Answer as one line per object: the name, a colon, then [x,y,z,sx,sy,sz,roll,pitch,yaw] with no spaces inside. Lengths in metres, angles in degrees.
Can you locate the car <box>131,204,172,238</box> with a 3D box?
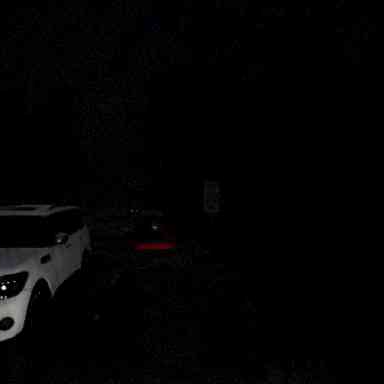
car: [-2.360,1.690,19.259,1.882,1.535,5.008,0,-1,-11]

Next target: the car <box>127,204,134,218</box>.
car: [-5.995,1.991,35.842,2.033,1.411,5.357,0,-1,-13]

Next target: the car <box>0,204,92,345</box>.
car: [-3.564,1.301,6.793,2.150,2.045,5.566,0,-1,-5]
